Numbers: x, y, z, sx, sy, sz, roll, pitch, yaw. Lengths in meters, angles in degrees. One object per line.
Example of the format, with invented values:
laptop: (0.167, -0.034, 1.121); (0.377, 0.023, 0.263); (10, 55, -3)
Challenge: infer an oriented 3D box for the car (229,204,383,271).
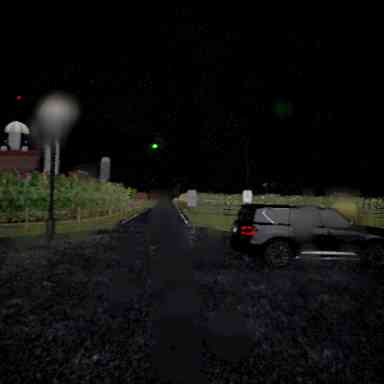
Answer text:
car: (4.080, 1.471, 11.505); (5.566, 2.045, 2.150); (2, -1, -7)
